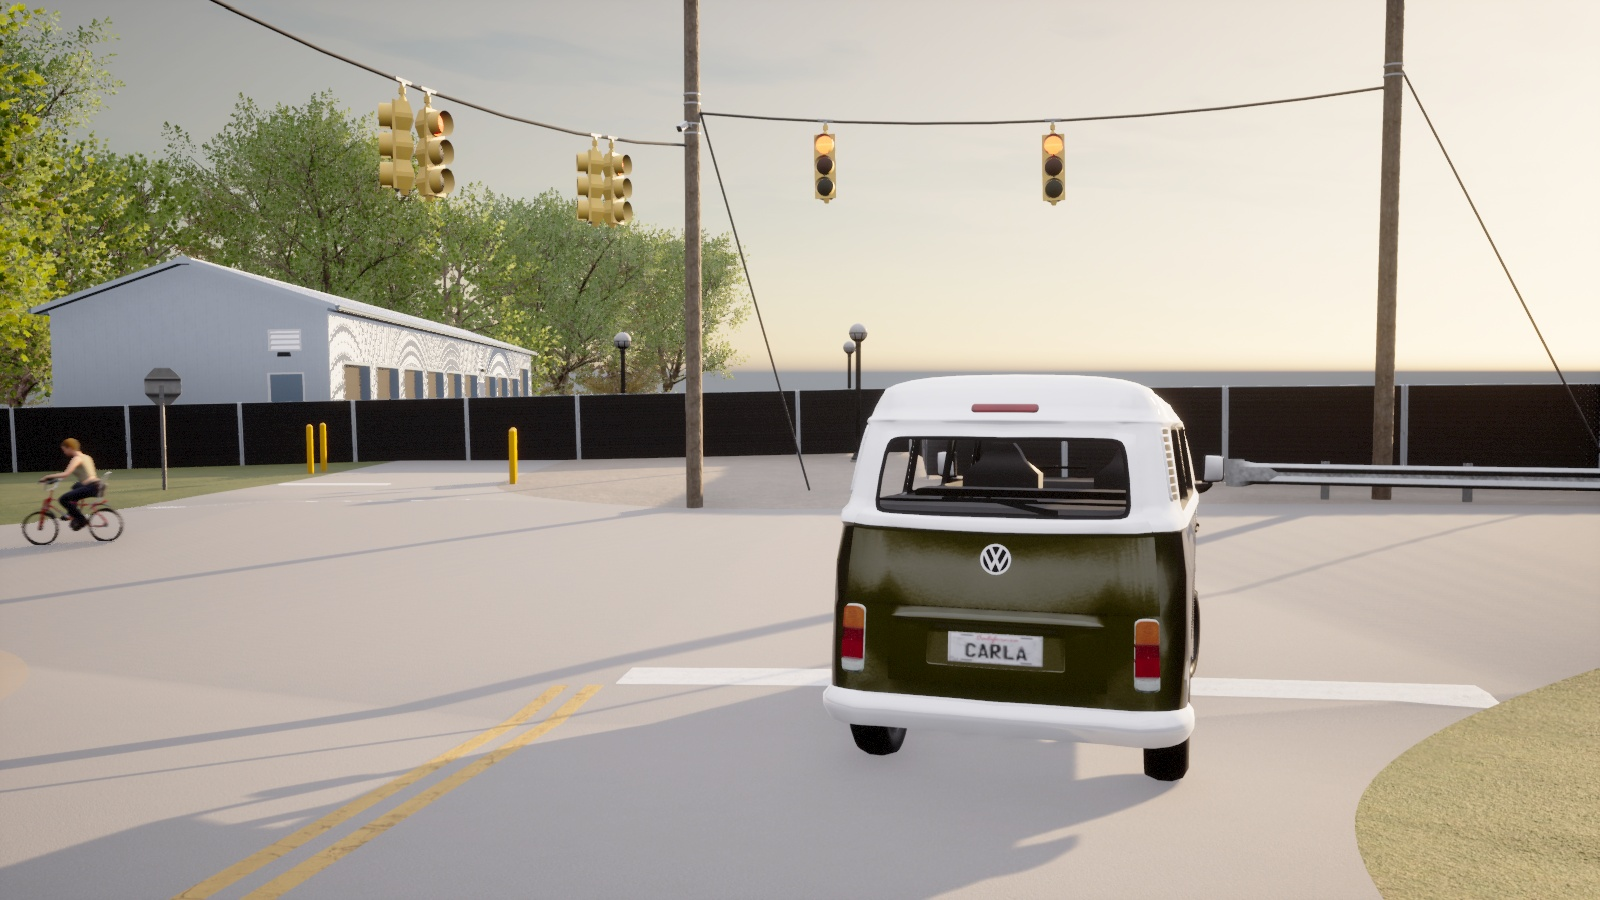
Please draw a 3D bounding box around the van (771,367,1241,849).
[{"bbox_3d":[1.546,0.611,7.742,2.069,2.038,4.480,1,1,18],"label":"van"}]

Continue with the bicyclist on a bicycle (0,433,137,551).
[{"bbox_3d":[-11.128,0.615,19.081,1.509,1.612,0.866,-3,5,-4],"label":"bicyclist on a bicycle"}]
